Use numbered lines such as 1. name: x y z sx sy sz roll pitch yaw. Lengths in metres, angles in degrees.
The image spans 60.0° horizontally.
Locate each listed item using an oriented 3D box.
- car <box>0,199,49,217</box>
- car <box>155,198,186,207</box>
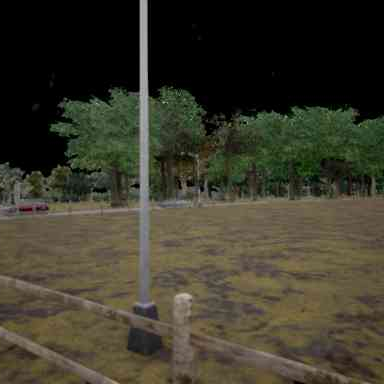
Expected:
1. car: -17.171 1.526 33.936 2.097 1.767 4.553 -2 -1 37
2. car: -3.214 1.618 50.187 4.718 1.301 1.895 -1 -1 -42
